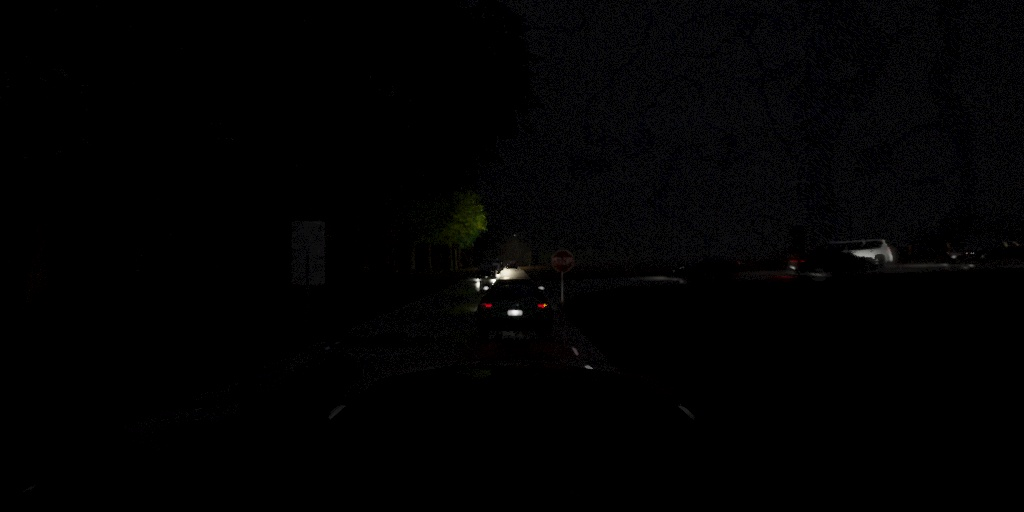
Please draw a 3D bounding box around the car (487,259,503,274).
[{"bbox_3d":[-2.709,1.432,50.511,2.150,2.045,5.566,0,0,-1],"label":"car"}]

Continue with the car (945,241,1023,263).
[{"bbox_3d":[34.243,-0.307,25.732,4.902,1.511,2.128,-3,0,1],"label":"car"}]

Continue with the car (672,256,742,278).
[{"bbox_3d":[14.053,0.717,25.975,4.674,1.442,1.812,-3,0,1],"label":"car"}]

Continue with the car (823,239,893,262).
[{"bbox_3d":[23.928,-0.076,25.862,5.566,2.045,2.150,-3,0,0],"label":"car"}]

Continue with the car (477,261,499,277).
[{"bbox_3d":[-2.710,1.570,38.670,1.882,1.535,5.008,0,-1,-1],"label":"car"}]

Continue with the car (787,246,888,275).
[{"bbox_3d":[20.435,0.388,22.959,4.892,1.490,1.837,-3,0,1],"label":"car"}]

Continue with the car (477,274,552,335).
[{"bbox_3d":[0.057,1.389,10.805,1.994,1.385,4.181,0,-1,0],"label":"car"}]
